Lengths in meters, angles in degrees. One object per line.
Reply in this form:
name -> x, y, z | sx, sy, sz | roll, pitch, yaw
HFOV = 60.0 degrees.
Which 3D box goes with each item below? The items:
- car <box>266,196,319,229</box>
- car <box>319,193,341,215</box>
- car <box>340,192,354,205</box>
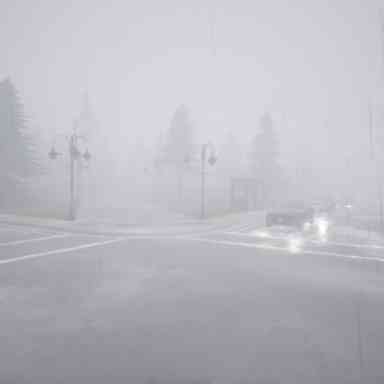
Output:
car -> 5.840, 1.173, 19.411 | 1.882, 1.535, 5.008 | 2, 1, 30
car -> 11.263, 1.090, 28.803 | 2.128, 1.511, 4.902 | 2, 1, 30
car -> 20.557, 0.783, 44.730 | 2.097, 1.767, 4.553 | 2, 2, 30
